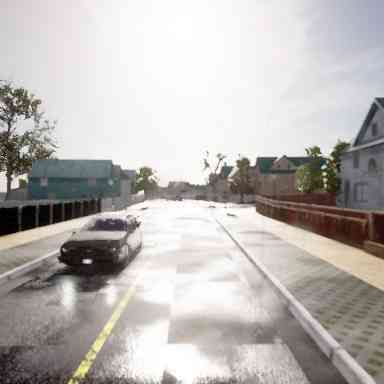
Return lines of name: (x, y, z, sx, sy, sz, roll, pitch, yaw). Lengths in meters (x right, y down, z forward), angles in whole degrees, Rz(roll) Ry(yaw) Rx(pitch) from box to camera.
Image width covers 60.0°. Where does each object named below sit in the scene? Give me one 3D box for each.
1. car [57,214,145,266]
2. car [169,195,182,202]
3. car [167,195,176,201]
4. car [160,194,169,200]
car: (-2.846, 1.515, 11.729, 2.033, 1.411, 5.357, 0, 0, 0)
car: (-3.766, 1.489, 83.750, 2.097, 1.767, 4.553, 0, -1, -10)
car: (-5.788, 1.640, 94.093, 1.882, 1.535, 5.008, 0, -1, -12)
car: (-7.306, 1.295, 87.836, 1.837, 1.490, 4.892, 0, -1, -10)
